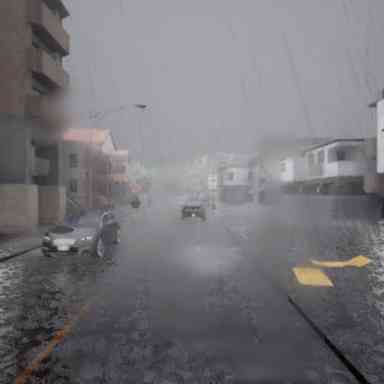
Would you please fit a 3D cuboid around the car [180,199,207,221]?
[{"bbox_3d":[0.105,1.474,26.909,1.837,1.490,4.892,0,0,0],"label":"car"}]

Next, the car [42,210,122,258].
[{"bbox_3d":[-4.000,1.479,12.793,2.128,1.511,4.902,0,0,0],"label":"car"}]

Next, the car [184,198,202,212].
[{"bbox_3d":[0.104,1.505,38.759,2.033,1.411,5.357,0,0,0],"label":"car"}]
